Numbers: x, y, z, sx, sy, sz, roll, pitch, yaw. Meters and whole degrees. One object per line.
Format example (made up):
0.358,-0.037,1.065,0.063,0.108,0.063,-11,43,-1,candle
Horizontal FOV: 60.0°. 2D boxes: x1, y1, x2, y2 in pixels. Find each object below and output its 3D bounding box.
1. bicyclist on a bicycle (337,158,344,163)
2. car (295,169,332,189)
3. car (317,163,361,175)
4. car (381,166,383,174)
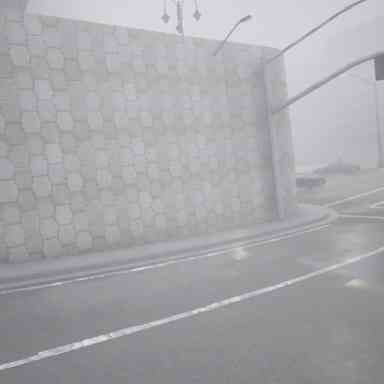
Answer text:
20.066,-3.821,44.862,1.656,1.620,0.582,-11,6,-35,bicyclist on a bicycle
10.010,-1.014,30.945,1.895,1.301,4.718,-11,6,-35,car
17.027,-2.696,39.327,2.033,1.411,5.357,-11,6,-35,car
19.829,-2.482,29.285,2.150,2.045,5.566,-11,6,-35,car
